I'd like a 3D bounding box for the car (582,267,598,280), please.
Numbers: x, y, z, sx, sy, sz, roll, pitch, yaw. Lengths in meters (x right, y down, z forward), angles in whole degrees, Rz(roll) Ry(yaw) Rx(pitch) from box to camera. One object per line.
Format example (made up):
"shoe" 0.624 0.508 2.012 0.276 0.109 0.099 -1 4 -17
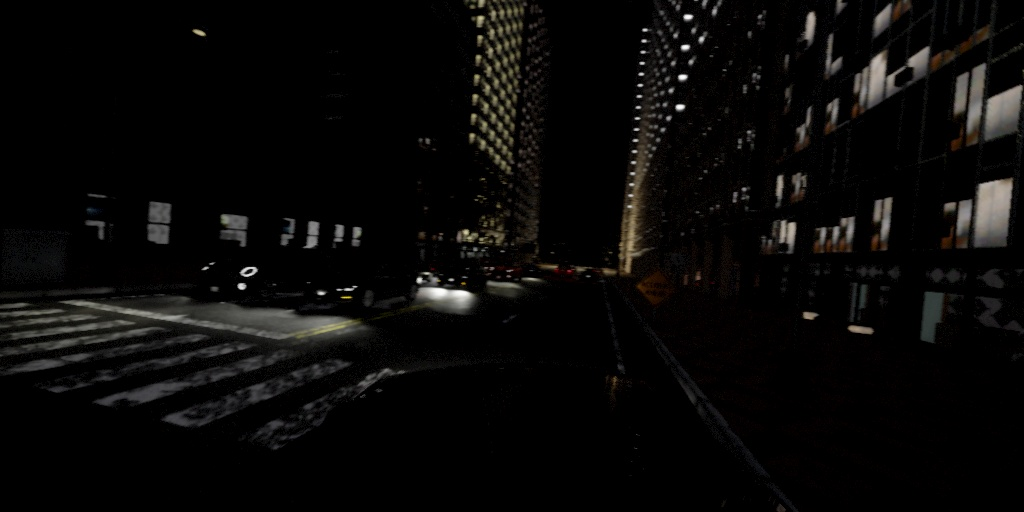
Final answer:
"car" 11.007 2.408 50.279 2.033 1.411 5.357 5 0 14

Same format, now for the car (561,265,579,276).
"car" 8.954 2.189 55.132 2.128 1.511 4.902 5 0 14

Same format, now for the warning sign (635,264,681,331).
"warning sign" 4.457 1.288 11.360 1.300 1.860 1.060 0 0 14

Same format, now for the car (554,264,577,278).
"car" 6.737 1.830 45.933 2.097 1.767 4.553 5 0 14

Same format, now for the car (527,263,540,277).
"car" 1.882 1.520 40.367 1.882 1.535 5.008 5 0 14

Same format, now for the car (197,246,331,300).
"car" -8.179 0.435 12.711 2.097 1.767 4.553 5 0 14

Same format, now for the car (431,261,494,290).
"car" -2.809 1.140 21.204 1.994 1.385 4.181 5 0 13

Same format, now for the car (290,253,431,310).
"car" -4.902 0.871 12.580 1.837 1.490 4.892 5 0 12

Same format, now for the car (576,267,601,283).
"car" 8.629 2.189 40.256 1.994 1.385 4.181 5 0 14

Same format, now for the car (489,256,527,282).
"car" -0.483 1.159 30.695 2.097 1.767 4.553 5 0 14
